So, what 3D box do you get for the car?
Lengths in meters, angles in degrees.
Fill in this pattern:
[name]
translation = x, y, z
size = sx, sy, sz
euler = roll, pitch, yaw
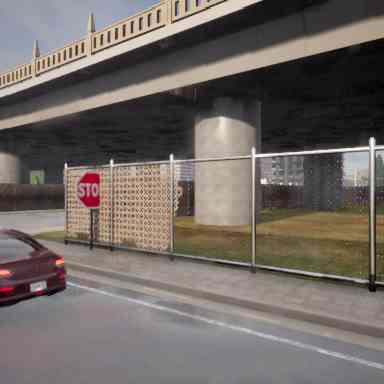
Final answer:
[car]
translation = -4.616, 1.526, 7.278
size = 4.674, 1.442, 1.812
euler = 0, 0, 35
